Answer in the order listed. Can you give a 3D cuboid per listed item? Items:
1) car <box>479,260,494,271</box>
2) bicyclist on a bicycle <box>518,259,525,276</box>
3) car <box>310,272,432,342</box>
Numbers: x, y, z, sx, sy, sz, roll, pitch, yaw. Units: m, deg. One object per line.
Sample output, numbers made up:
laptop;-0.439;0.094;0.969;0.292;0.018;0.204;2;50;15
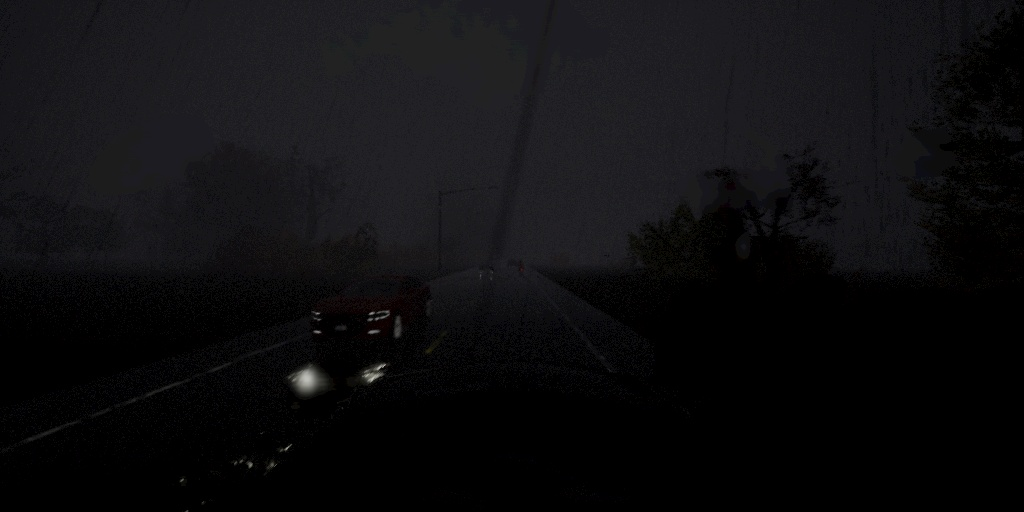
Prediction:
car;-3.541;1.314;50.944;1.812;1.442;4.674;0;0;0
bicyclist on a bicycle;0.960;1.219;35.749;0.866;1.612;1.509;0;0;0
car;-3.593;1.237;10.028;1.882;1.535;5.008;0;0;0
